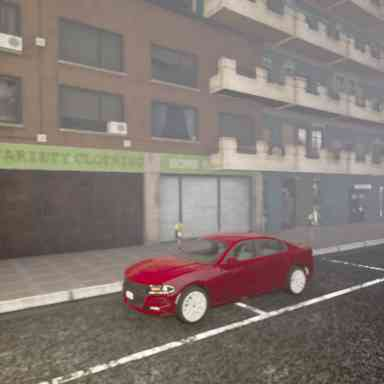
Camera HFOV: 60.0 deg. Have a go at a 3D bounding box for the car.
[{"bbox_3d":[0.746,1.556,7.105,4.507,1.381,1.887,0,-1,-35],"label":"car"}]
